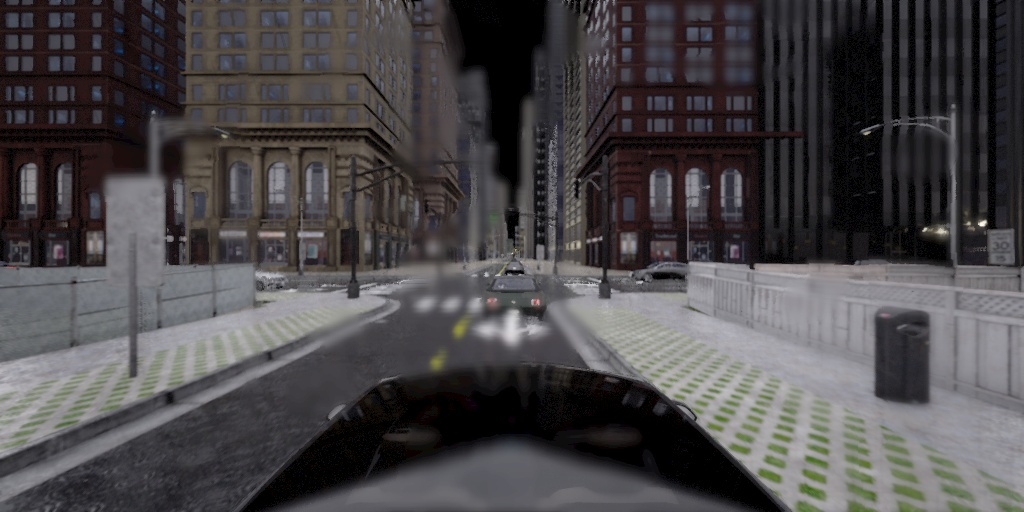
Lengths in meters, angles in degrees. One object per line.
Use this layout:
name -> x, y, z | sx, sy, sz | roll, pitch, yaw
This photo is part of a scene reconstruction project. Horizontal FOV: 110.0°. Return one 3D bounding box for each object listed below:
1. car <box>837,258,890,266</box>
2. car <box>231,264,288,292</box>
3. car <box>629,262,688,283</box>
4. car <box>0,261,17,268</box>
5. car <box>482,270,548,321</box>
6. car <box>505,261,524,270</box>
car -> 25.320, 1.033, 26.392 | 4.553, 1.767, 2.097 | 0, 0, 0
car -> -15.007, 1.196, 19.892 | 4.674, 1.442, 1.812 | 0, 0, 1
car -> 11.168, 1.169, 26.445 | 4.902, 1.511, 2.128 | 0, 0, -1
car -> -44.397, 1.151, 29.926 | 4.902, 1.511, 2.128 | 0, 0, 1
car -> 0.080, 1.318, 12.241 | 1.895, 1.301, 4.718 | 0, 0, 0
car -> 0.275, 1.219, 38.578 | 1.994, 1.385, 4.181 | 0, 0, 0
